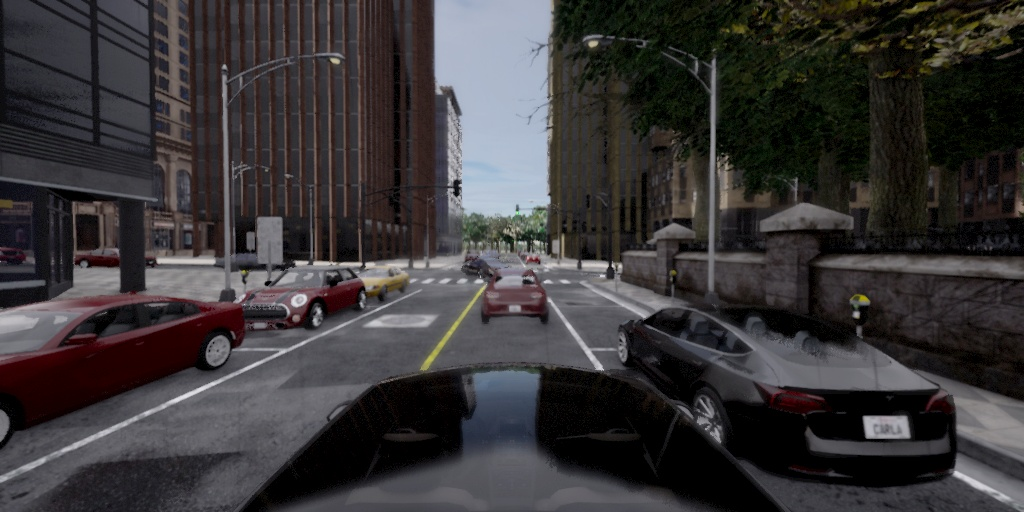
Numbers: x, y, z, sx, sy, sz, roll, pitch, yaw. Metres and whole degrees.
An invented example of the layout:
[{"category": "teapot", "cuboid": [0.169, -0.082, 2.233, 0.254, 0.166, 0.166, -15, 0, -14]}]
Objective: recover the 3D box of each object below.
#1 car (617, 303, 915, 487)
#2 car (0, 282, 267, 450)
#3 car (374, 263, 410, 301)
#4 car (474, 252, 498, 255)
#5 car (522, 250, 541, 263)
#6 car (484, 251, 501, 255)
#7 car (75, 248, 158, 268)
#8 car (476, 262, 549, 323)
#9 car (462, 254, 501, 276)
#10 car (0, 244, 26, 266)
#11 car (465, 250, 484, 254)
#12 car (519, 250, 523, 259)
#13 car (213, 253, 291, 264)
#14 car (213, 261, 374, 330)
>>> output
[{"category": "car", "cuboid": [2.762, 1.256, 4.735, 1.948, 1.339, 4.313, 0, 0, 0]}, {"category": "car", "cuboid": [-5.763, 1.235, 4.733, 1.888, 1.381, 4.507, 0, 0, 0]}, {"category": "car", "cuboid": [-5.764, 1.001, 15.474, 1.751, 1.417, 4.829, 0, 0, 0]}, {"category": "car", "cuboid": [-3.087, 0.495, 43.596, 1.994, 1.385, 4.181, 0, 1, 1]}, {"category": "car", "cuboid": [2.760, 0.294, 47.609, 1.967, 1.591, 4.097, 0, 0, 0]}, {"category": "car", "cuboid": [-3.081, 0.339, 53.590, 1.895, 1.301, 4.718, 0, 1, 0]}, {"category": "car", "cuboid": [-29.724, 0.177, 27.055, 5.008, 1.535, 1.882, 1, 1, 0]}, {"category": "car", "cuboid": [0.085, 1.091, 11.092, 1.812, 1.442, 4.674, 0, 1, 0]}, {"category": "car", "cuboid": [-1.820, 0.837, 24.915, 2.033, 1.411, 5.357, 1, 1, -27]}, {"category": "car", "cuboid": [-40.491, -0.281, 27.032, 5.566, 2.045, 2.150, 1, 1, 0]}, {"category": "car", "cuboid": [-5.766, 0.063, 53.045, 2.192, 1.841, 5.009, 0, 0, 0]}, {"category": "car", "cuboid": [2.759, 0.090, 63.918, 2.007, 1.370, 4.403, 0, 0, 0]}, {"category": "car", "cuboid": [-19.316, 0.448, 27.078, 5.357, 1.411, 2.033, 1, 1, 0]}, {"category": "car", "cuboid": [-5.763, 1.023, 10.189, 1.967, 1.591, 4.097, 0, 0, 0]}]
